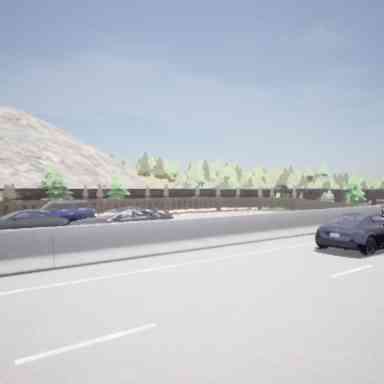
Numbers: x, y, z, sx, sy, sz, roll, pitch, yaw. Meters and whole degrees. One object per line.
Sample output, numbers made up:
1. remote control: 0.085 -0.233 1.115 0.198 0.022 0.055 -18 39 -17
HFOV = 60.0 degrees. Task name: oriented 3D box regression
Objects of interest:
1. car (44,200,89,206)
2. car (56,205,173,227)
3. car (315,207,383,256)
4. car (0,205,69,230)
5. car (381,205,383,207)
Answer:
1. car: -8.039 1.313 19.757 4.553 1.767 2.097 -1 0 -36
2. car: -3.046 1.444 14.720 4.902 1.511 2.128 -1 0 -36
3. car: 6.618 1.462 12.774 4.181 1.385 1.994 -1 0 -36
4. car: -7.936 1.544 15.529 4.181 1.385 1.994 -1 0 -36
5. car: 25.861 2.460 43.911 4.892 1.490 1.837 7 -4 -35
